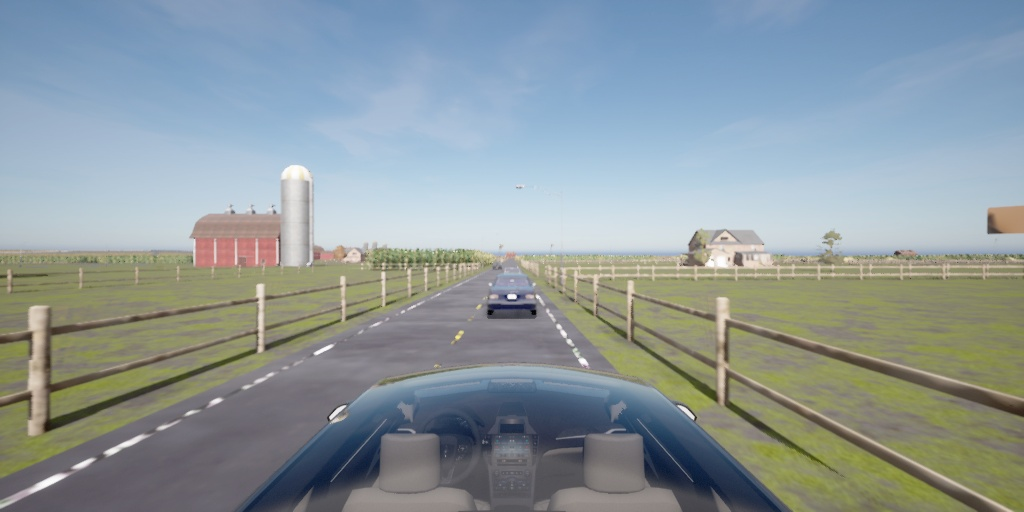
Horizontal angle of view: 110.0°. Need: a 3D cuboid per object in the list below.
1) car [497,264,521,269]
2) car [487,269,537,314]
[{"bbox_3d":[0.020,1.611,30.085,1.895,1.301,4.718,0,0,0],"label":"car"},{"bbox_3d":[0.010,1.416,14.341,2.033,1.411,5.357,0,-1,0],"label":"car"}]
